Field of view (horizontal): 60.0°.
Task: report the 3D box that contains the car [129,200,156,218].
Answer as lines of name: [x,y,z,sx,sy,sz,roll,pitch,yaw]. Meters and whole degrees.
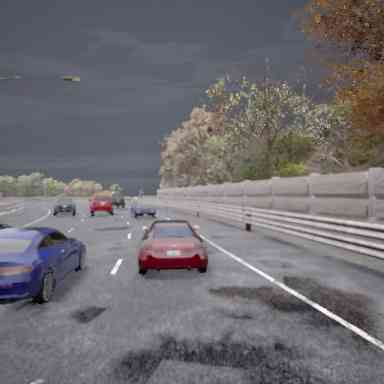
car: [-4.588,1.679,30.505,1.895,1.301,4.718,0,0,-16]

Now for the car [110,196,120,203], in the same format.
car: [-17.996,1.722,77.992,1.837,1.490,4.892,0,0,-8]

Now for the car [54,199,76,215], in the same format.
car: [-13.427,1.472,35.277,2.097,1.767,4.553,0,0,-19]

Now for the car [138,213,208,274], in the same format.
car: [-0.675,1.588,10.805,1.994,1.385,4.181,0,0,-5]

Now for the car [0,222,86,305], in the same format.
car: [-3.921,1.556,7.983,1.812,1.442,4.674,0,0,-5]

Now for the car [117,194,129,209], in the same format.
car: [-11.304,1.360,48.390,2.150,2.045,5.566,0,0,-25]

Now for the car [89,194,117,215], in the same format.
car: [-9.650,1.327,35.252,2.150,2.045,5.566,0,0,-19]
